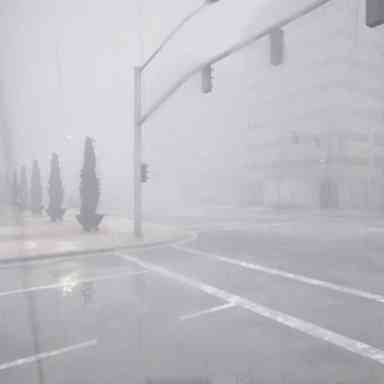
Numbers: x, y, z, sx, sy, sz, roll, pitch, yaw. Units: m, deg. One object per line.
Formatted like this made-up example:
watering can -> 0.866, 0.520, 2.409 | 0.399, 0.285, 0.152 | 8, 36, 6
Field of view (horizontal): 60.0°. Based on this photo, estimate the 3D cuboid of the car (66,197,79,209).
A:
car -> -15.611, 1.438, 45.055 | 2.128, 1.511, 4.902 | 0, 0, -35

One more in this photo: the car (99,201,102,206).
car -> -15.464, 1.480, 50.987 | 2.033, 1.411, 5.357 | 0, 0, -35
